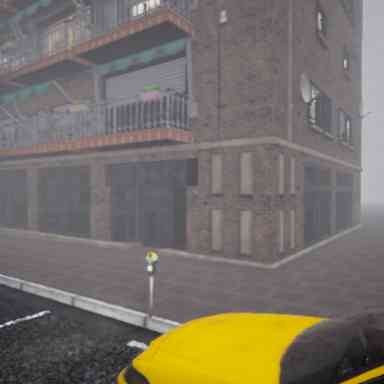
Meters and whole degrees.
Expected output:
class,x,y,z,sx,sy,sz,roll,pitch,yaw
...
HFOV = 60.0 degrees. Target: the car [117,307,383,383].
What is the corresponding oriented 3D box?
class,x,y,z,sx,sy,sz,roll,pitch,yaw
car,1.811,1.453,2.149,5.366,1.575,1.801,-1,0,35
